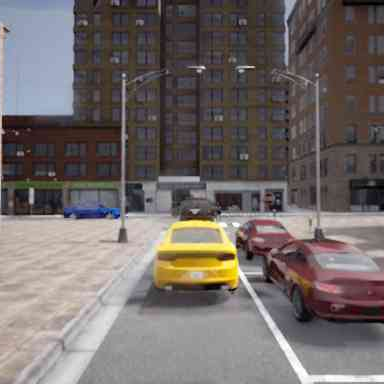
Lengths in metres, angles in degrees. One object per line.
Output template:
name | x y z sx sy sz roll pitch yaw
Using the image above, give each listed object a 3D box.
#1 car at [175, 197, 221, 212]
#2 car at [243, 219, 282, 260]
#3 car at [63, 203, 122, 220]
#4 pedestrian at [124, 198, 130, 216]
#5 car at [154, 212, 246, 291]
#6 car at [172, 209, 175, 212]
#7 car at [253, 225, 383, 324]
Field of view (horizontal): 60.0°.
car | 0.606 1.375 23.304 2.150 2.045 5.566 0 0 9
car | 2.652 1.666 12.431 1.802 1.307 4.206 1 0 0
car | -8.440 1.721 28.654 5.008 1.535 1.882 -1 -1 0
pedestrian | -6.822 1.518 34.514 0.375 1.860 0.375 0 -1 0
car | 0.096 1.539 9.193 1.882 1.535 5.008 0 0 0
car | 0.325 1.832 31.566 4.718 1.301 1.895 -1 -1 0
car | 2.652 1.629 6.992 1.802 1.307 4.206 1 0 0
